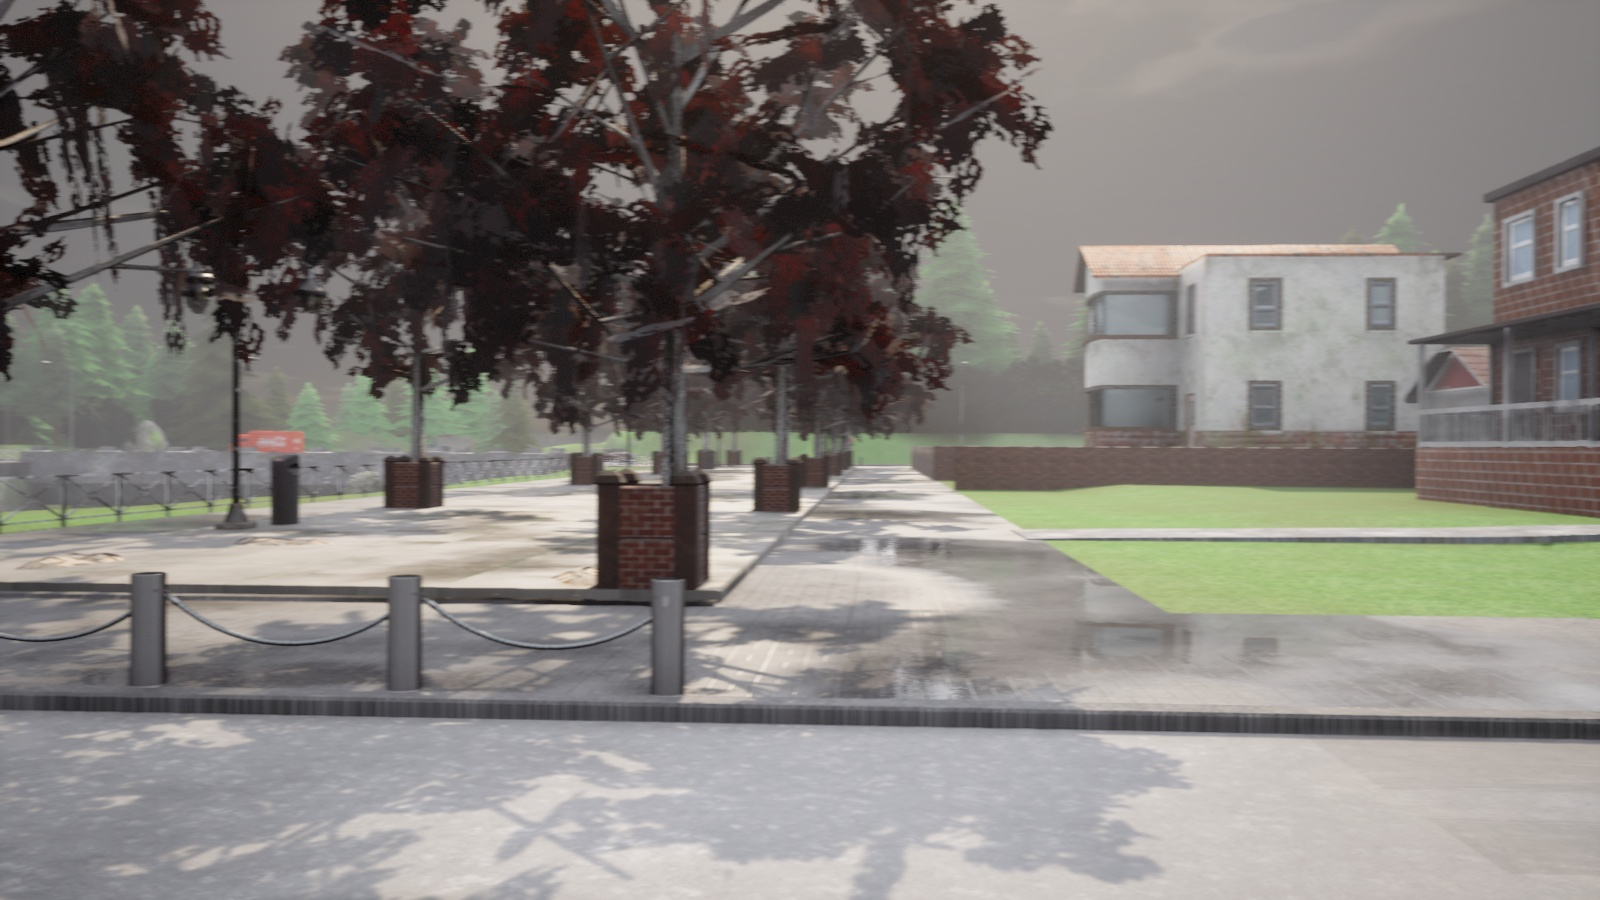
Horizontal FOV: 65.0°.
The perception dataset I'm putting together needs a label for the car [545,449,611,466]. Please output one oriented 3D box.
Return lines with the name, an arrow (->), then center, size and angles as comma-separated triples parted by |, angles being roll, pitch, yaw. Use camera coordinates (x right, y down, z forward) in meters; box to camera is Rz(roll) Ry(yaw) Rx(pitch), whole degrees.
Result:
car -> -16.953, 0.552, 96.013 | 4.718, 1.301, 1.895 | 0, 0, 3
